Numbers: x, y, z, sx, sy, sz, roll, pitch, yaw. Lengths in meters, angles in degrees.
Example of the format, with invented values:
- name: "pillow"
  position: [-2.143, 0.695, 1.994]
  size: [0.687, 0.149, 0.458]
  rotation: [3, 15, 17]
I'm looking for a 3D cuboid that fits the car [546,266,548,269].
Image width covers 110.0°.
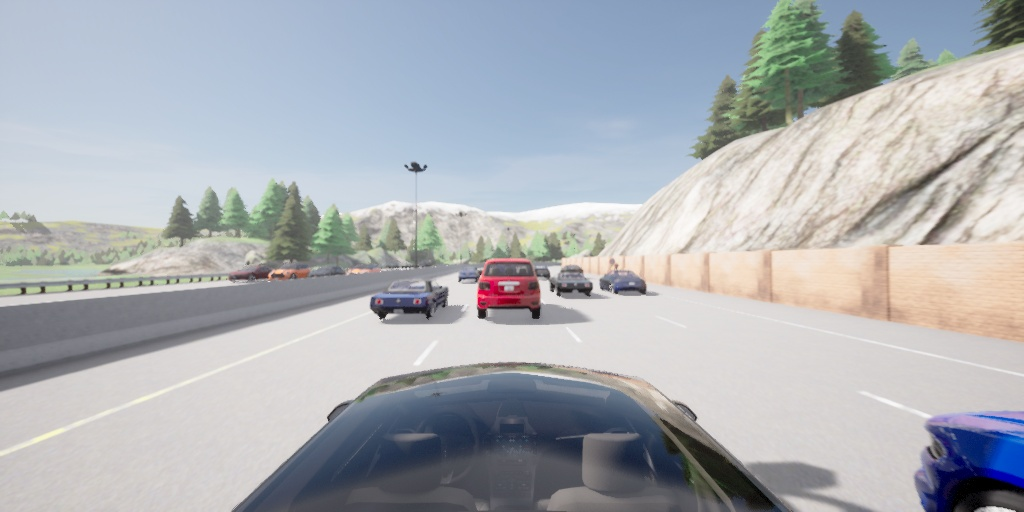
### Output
- name: "car"
  position: [2.943, 1.689, 37.903]
  size: [2.128, 1.511, 4.902]
  rotation: [0, -1, -1]

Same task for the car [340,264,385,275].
- name: "car"
  position: [-14.710, 1.561, 35.564]
  size: [2.097, 1.767, 4.553]
  rotation: [0, -1, -1]

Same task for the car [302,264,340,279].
- name: "car"
  position: [-18.208, 1.722, 35.482]
  size: [1.837, 1.490, 4.892]
  rotation: [0, -1, -1]

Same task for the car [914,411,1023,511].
- name: "car"
  position: [3.653, 1.201, 0.275]
  size: [1.882, 1.535, 5.008]
  rotation: [0, -1, -1]

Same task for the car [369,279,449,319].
- name: "car"
  position: [-3.621, 1.509, 13.617]
  size: [1.895, 1.301, 4.718]
  rotation: [0, -1, -1]

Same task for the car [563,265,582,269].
- name: "car"
  position: [6.428, 1.676, 38.804]
  size: [1.882, 1.535, 5.008]
  rotation: [0, 0, -1]

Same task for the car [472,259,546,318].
- name: "car"
  position: [-0.126, 1.126, 13.875]
  size: [2.150, 2.045, 5.566]
  rotation: [0, 0, -1]

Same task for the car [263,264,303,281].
- name: "car"
  position: [-21.706, 1.575, 35.311]
  size: [2.097, 1.767, 4.553]
  rotation: [0, -1, -1]

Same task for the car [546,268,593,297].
- name: "car"
  position: [3.263, 1.582, 20.848]
  size: [1.895, 1.301, 4.718]
  rotation: [0, -1, -1]

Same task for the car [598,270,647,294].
- name: "car"
  position: [6.737, 1.554, 22.233]
  size: [1.994, 1.385, 4.181]
  rotation: [0, -1, -1]

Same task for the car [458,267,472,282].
- name: "car"
  position: [-3.991, 1.715, 34.287]
  size: [2.033, 1.411, 5.357]
  rotation: [0, -1, -1]

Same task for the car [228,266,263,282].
- name: "car"
  position: [-25.201, 1.706, 35.010]
  size: [1.882, 1.535, 5.008]
  rotation: [0, -1, -1]
